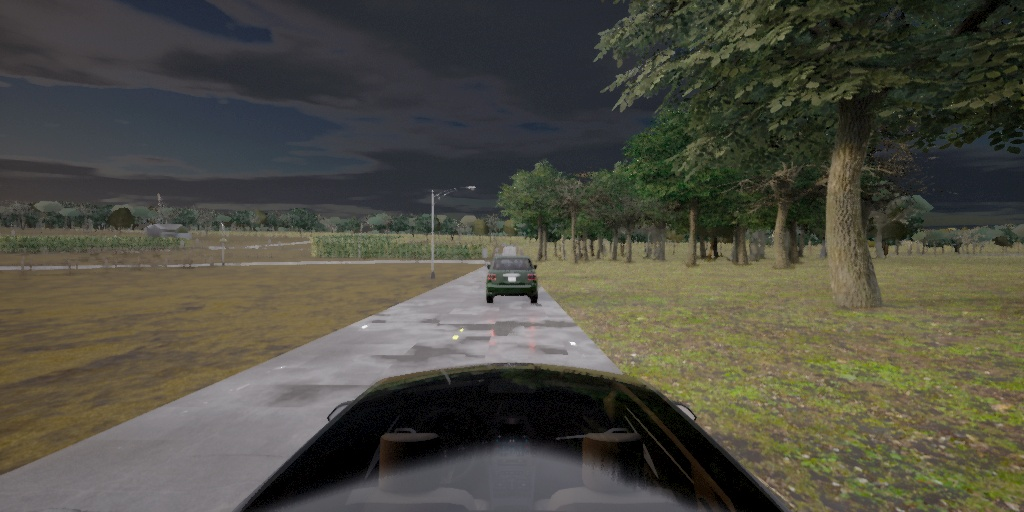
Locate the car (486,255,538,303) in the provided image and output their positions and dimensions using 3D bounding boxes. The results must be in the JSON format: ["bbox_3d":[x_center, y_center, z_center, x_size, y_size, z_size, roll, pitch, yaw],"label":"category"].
[{"bbox_3d":[0.000,0.985,16.543,2.150,2.045,5.566,0,0,0],"label":"car"}]
